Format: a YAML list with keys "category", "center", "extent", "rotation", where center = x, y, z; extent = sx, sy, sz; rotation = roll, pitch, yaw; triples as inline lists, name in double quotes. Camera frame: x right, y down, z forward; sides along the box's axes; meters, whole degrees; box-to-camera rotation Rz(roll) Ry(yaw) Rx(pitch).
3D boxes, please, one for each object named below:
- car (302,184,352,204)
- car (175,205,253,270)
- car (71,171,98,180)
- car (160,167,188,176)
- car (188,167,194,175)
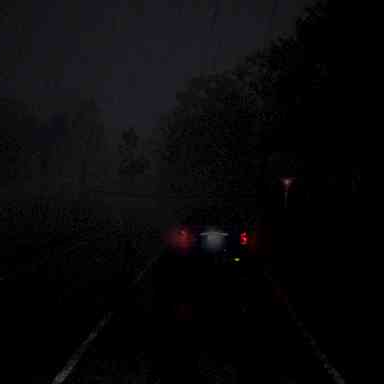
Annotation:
- category: "car"
  center: [11.566, 0.064, 28.337]
  extent: [5.008, 1.535, 1.882]
  rotation: [-5, 8, -31]
- category: "car"
  center: [0.697, 1.182, 10.704]
  extent: [2.097, 1.767, 4.553]
  rotation: [1, 1, 3]
- category: "car"
  center: [-17.060, -2.648, 52.862]
  extent: [1.994, 1.385, 4.181]
  rotation: [5, 8, 37]
- category: "car"
  center: [-3.751, -3.933, 63.881]
  extent: [4.892, 1.490, 1.837]
  rotation: [-1, 5, -11]
- category: "car"
  center: [-2.127, -4.327, 67.401]
  extent: [4.892, 1.490, 1.837]
  rotation: [-1, 5, -5]
